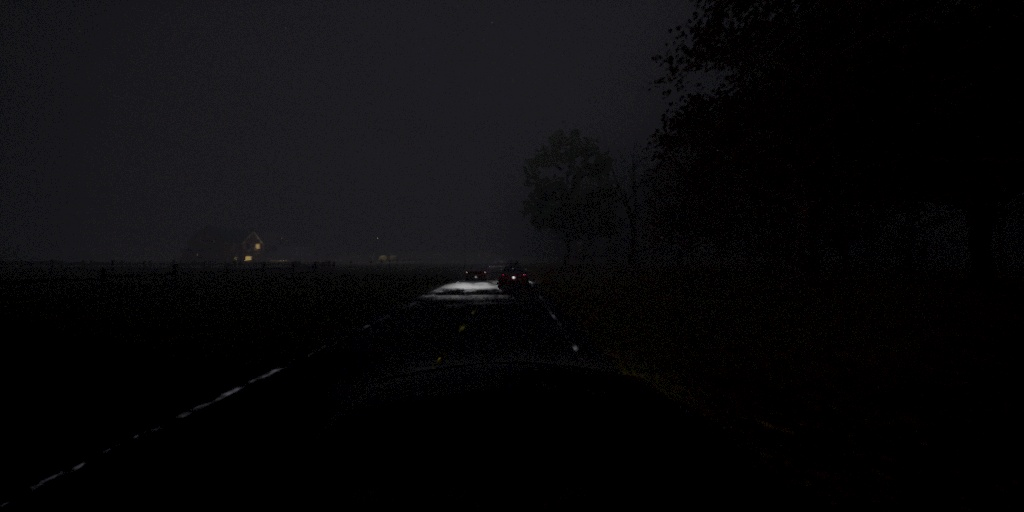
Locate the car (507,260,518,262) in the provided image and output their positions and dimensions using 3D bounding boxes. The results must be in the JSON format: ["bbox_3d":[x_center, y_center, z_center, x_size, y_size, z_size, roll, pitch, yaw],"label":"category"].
[{"bbox_3d":[0.104,1.248,45.123,1.837,1.490,4.892,0,0,0],"label":"car"}]

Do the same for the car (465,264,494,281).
[{"bbox_3d":[-2.842,1.351,30.450,1.895,1.301,4.718,0,0,0],"label":"car"}]

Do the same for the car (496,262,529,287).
[{"bbox_3d":[0.104,1.315,24.206,1.994,1.385,4.181,0,0,0],"label":"car"}]
